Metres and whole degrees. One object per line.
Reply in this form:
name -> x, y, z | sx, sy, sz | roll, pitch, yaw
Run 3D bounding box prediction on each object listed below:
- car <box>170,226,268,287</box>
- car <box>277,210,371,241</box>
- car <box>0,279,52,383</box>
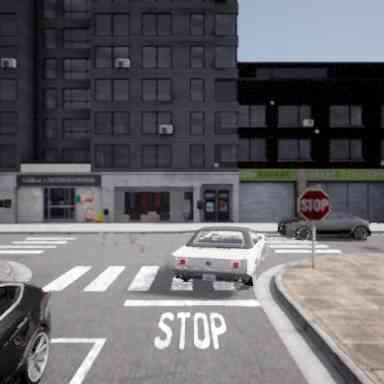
car -> 1.037, 1.619, 9.544 | 1.895, 1.301, 4.718 | 0, 0, 17
car -> 6.328, 1.571, 16.167 | 4.181, 1.385, 1.994 | 0, 0, 0
car -> -2.639, 1.571, 2.620 | 1.947, 1.339, 4.313 | 0, 0, 0
